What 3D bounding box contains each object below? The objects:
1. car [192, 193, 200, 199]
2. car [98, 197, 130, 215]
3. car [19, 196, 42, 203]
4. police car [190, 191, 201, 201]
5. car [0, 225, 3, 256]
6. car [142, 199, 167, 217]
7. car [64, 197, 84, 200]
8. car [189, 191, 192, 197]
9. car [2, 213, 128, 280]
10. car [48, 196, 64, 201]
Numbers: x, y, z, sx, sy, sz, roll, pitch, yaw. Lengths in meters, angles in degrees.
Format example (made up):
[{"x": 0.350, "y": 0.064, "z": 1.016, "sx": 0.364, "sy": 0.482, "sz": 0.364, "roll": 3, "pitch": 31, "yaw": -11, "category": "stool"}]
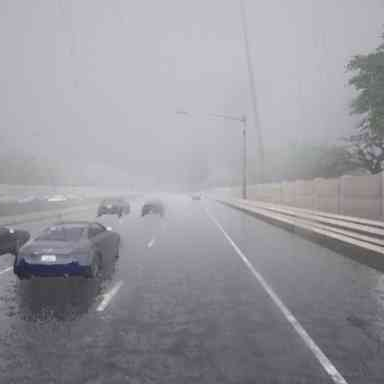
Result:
[{"x": 1.025, "y": 1.046, "z": 93.830, "sx": 2.097, "sy": 1.767, "sz": 4.553, "roll": 0, "pitch": 0, "yaw": 0, "category": "car"}, {"x": -6.909, "y": 1.269, "z": 29.899, "sx": 2.097, "sy": 1.767, "sz": 4.553, "roll": 0, "pitch": 0, "yaw": 0, "category": "car"}, {"x": -24.566, "y": 1.382, "z": 50.845, "sx": 1.812, "sy": 1.442, "sz": 4.674, "roll": 0, "pitch": 0, "yaw": 0, "category": "car"}, {"x": 1.030, "y": 1.200, "z": 77.972, "sx": 1.930, "sy": 1.638, "sz": 5.238, "roll": 0, "pitch": 0, "yaw": 0, "category": "police car"}, {"x": -6.903, "y": 1.519, "z": 10.000, "sx": 2.033, "sy": 1.411, "sz": 5.357, "roll": 0, "pitch": 0, "yaw": 0, "category": "car"}, {"x": -3.408, "y": 1.421, "z": 30.229, "sx": 1.837, "sy": 1.490, "sz": 4.892, "roll": 0, "pitch": 0, "yaw": 0, "category": "car"}, {"x": -17.577, "y": 1.418, "z": 51.382, "sx": 1.994, "sy": 1.385, "sz": 4.181, "roll": 0, "pitch": 0, "yaw": 0, "category": "car"}, {"x": 1.026, "y": 1.082, "z": 87.830, "sx": 2.097, "sy": 1.767, "sz": 4.553, "roll": 0, "pitch": 0, "yaw": 0, "category": "car"}, {"x": -3.403, "y": 1.536, "z": 9.897, "sx": 1.994, "sy": 1.385, "sz": 4.181, "roll": 0, "pitch": 0, "yaw": 0, "category": "car"}, {"x": -21.062, "y": 1.378, "z": 52.226, "sx": 1.812, "sy": 1.442, "sz": 4.674, "roll": 0, "pitch": 0, "yaw": 0, "category": "car"}]
